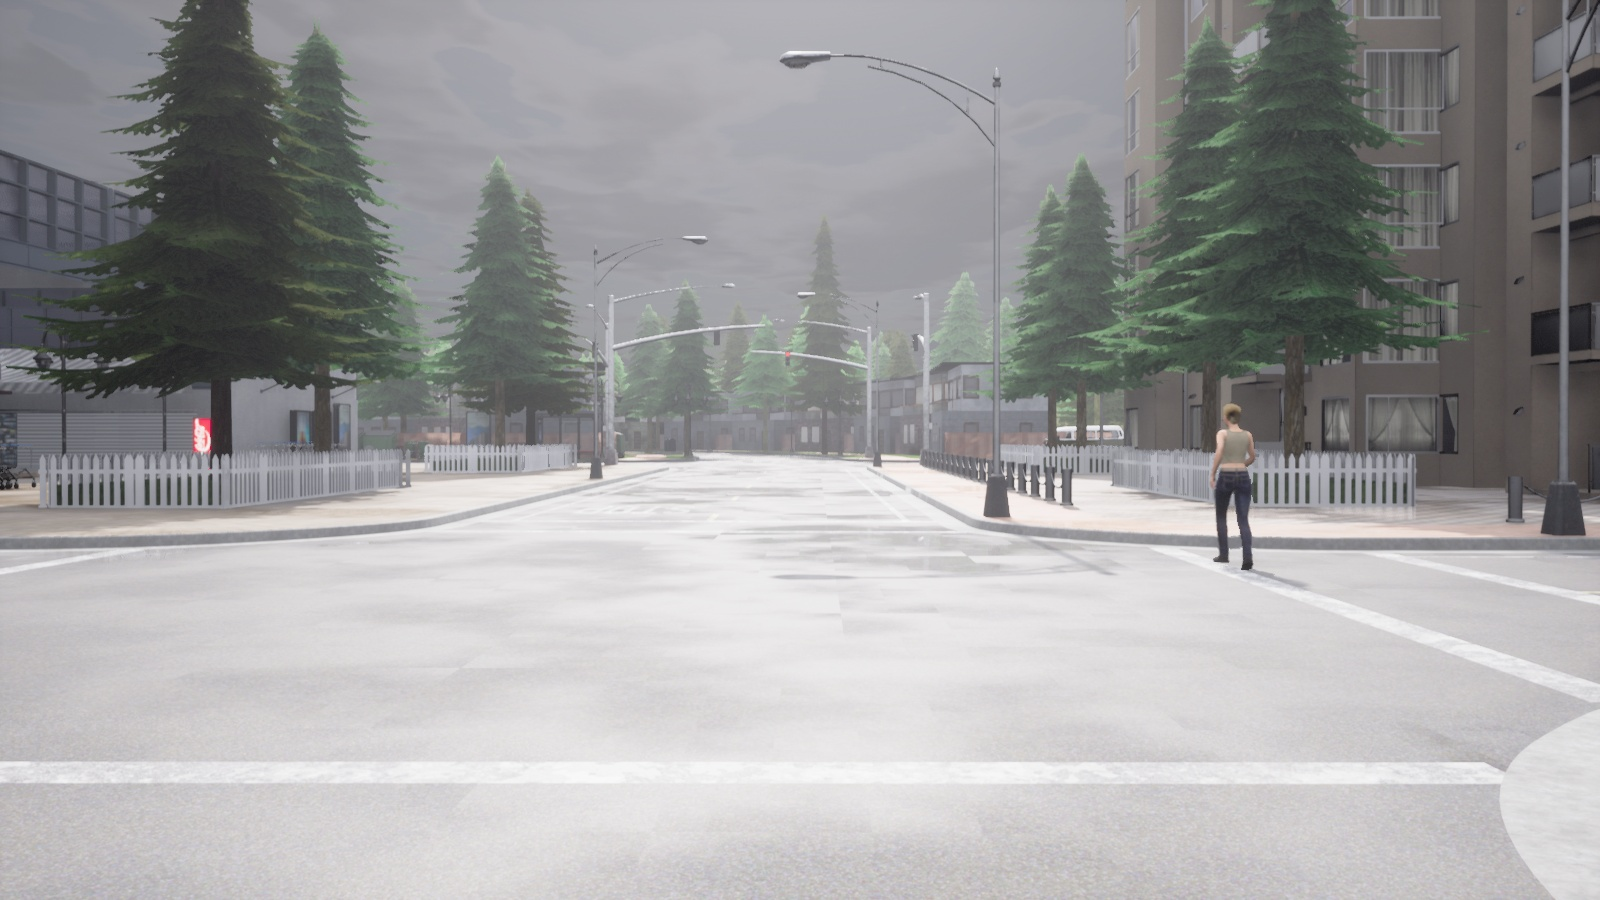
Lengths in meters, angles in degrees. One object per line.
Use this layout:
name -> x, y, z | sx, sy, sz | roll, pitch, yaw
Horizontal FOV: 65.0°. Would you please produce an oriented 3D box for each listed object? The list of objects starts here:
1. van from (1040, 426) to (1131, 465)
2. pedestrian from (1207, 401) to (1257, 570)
van -> 15.398, -0.226, 67.938 | 4.480, 2.038, 2.069 | -1, 1, 2
pedestrian -> 4.808, 0.385, 13.992 | 0.345, 1.836, 0.594 | 0, 1, 1
